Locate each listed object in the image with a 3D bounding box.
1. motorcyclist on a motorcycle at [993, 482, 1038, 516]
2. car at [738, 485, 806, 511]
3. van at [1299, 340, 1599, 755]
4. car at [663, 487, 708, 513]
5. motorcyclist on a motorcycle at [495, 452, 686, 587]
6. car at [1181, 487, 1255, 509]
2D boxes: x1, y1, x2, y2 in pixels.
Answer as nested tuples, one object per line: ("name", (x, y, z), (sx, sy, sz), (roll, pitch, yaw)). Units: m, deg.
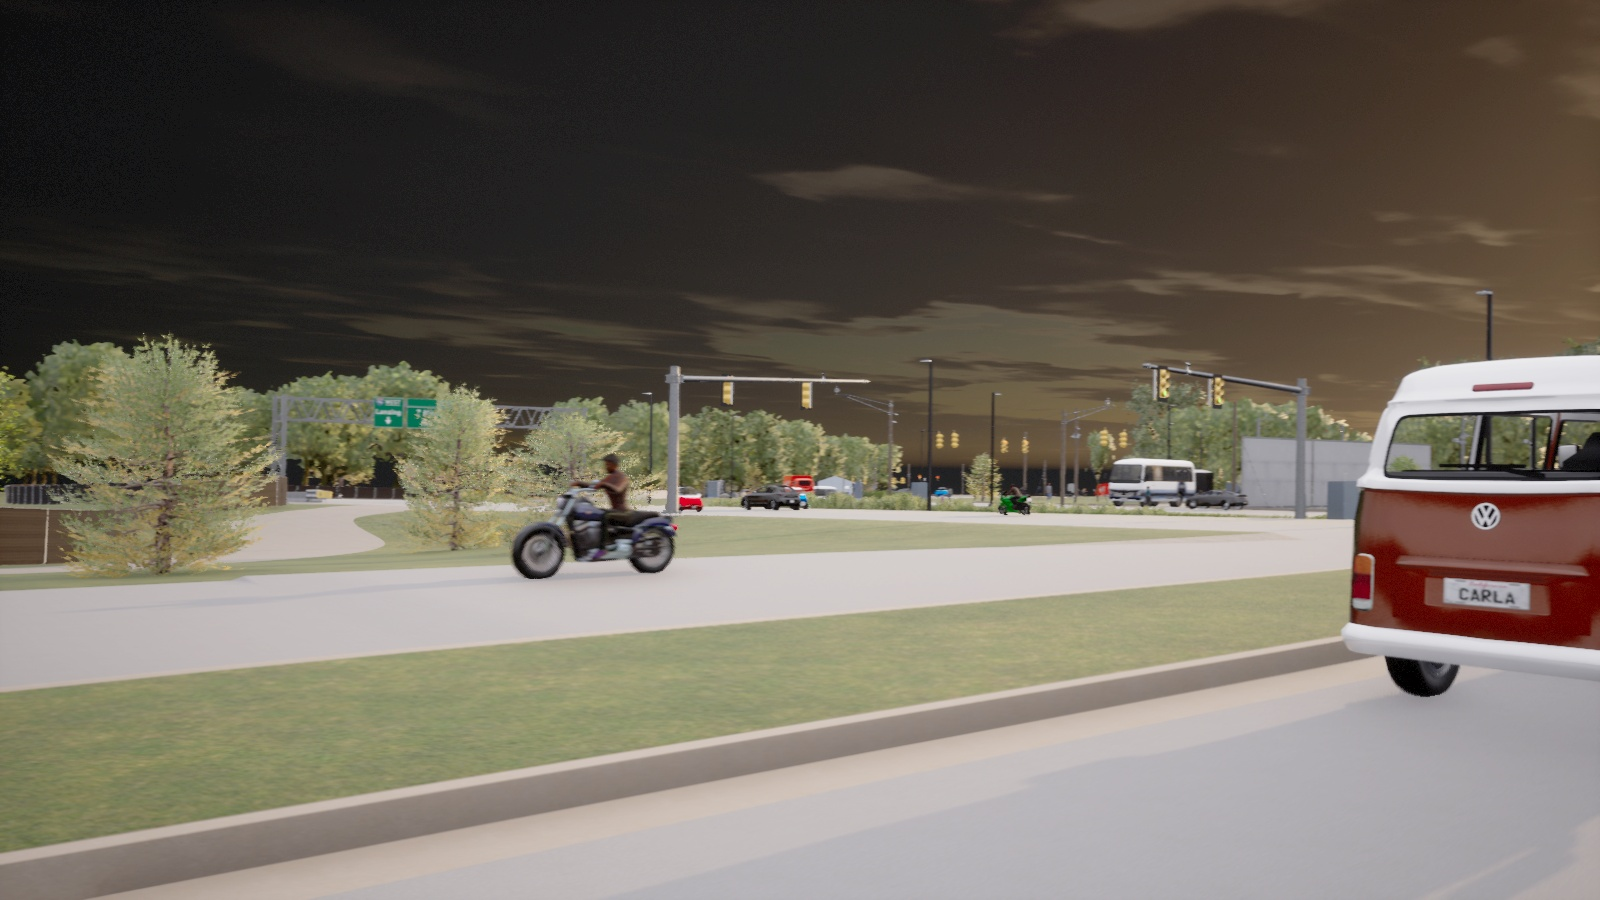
("motorcyclist on a motorcycle", (9.981, 2.267, 58.296), (0.797, 1.523, 2.044), (1, -2, -38))
("car", (-1.668, 2.803, 73.456), (1.816, 1.474, 4.193), (1, -2, -38))
("van", (5.356, 0.481, 7.971), (4.480, 2.038, 2.069), (0, -1, -38))
("car", (-6.216, 2.698, 67.887), (1.481, 1.376, 2.207), (1, -3, -38))
("motorcyclist on a motorcycle", (-2.685, 0.860, 16.299), (2.350, 1.649, 0.766), (1, -1, -37))
("car", (31.107, 3.545, 93.515), (2.128, 1.511, 4.902), (1, -2, -37))
